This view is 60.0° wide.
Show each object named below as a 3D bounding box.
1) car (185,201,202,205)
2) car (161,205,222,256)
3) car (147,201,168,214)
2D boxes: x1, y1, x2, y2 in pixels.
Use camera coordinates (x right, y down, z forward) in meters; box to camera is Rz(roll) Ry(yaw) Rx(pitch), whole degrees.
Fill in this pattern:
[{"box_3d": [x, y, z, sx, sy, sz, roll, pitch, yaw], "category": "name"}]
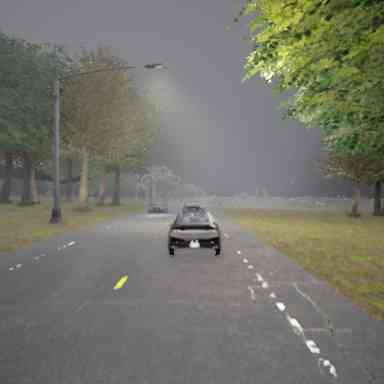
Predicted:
[{"box_3d": [0.093, 1.521, 28.630, 1.837, 1.490, 4.892, 0, 0, 0], "category": "car"}, {"box_3d": [0.091, 1.483, 13.029, 2.128, 1.511, 4.902, 0, 0, 0], "category": "car"}, {"box_3d": [-3.594, 1.636, 35.791, 1.994, 1.385, 4.181, 0, -1, 0], "category": "car"}]
